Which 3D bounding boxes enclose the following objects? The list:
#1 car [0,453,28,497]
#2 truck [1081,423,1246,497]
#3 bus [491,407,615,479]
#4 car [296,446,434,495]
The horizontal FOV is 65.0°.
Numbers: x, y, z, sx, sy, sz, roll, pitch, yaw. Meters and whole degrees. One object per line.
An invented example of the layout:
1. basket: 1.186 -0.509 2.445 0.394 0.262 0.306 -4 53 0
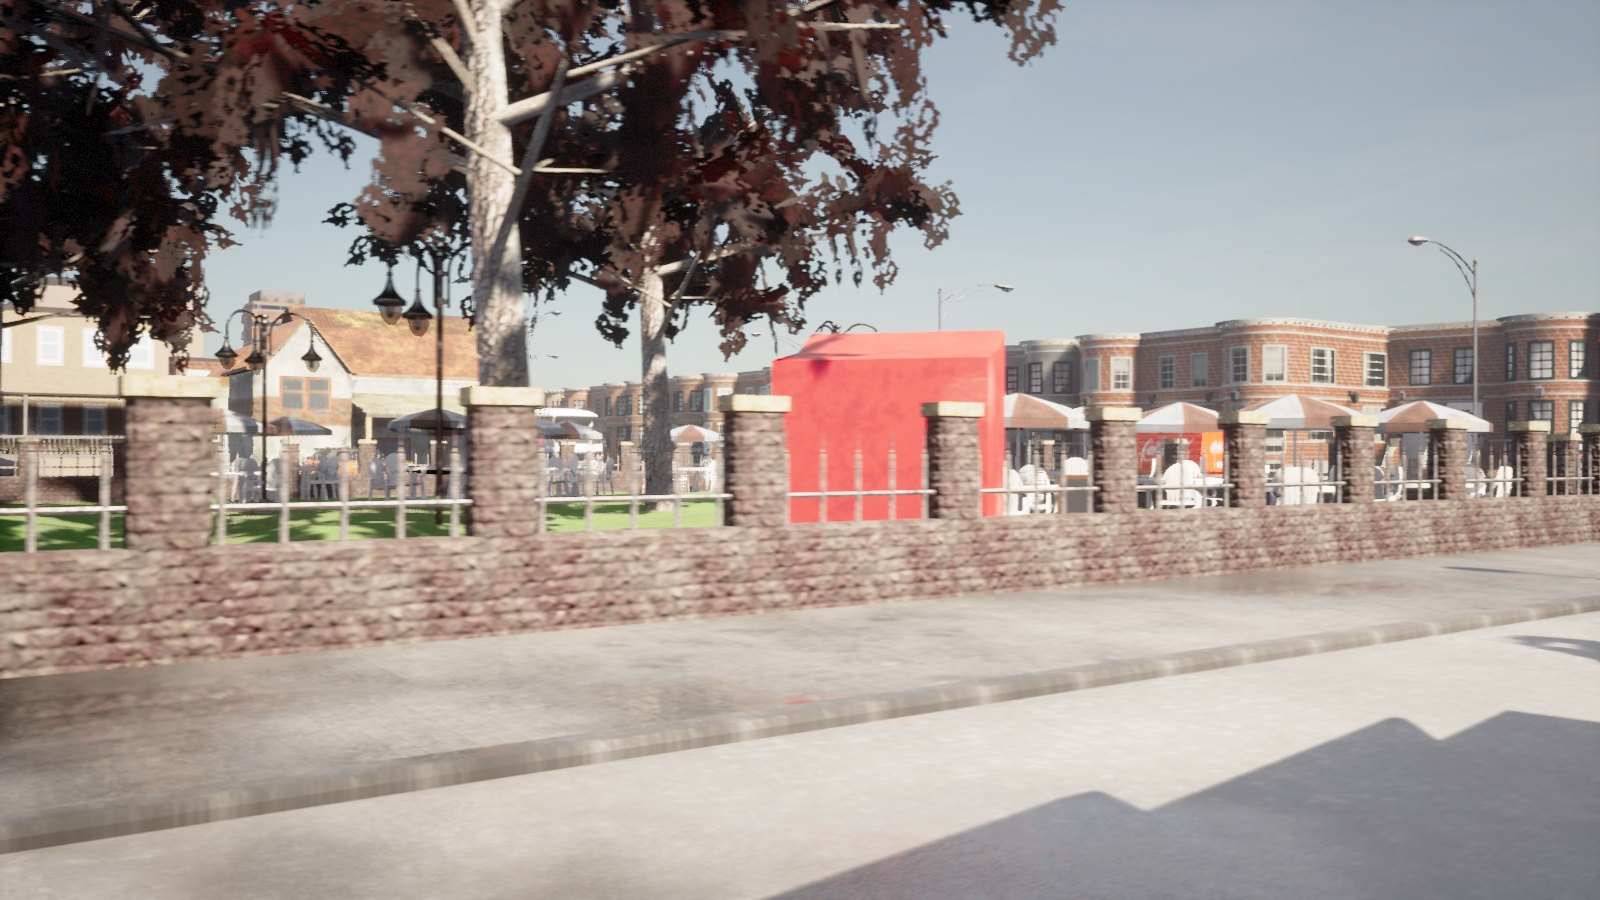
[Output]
1. car: -29.739 0.871 43.593 4.902 1.511 2.128 0 0 -35
2. truck: 12.960 0.341 45.121 2.627 2.467 5.204 0 0 -35
3. bus: -15.815 -0.403 79.590 3.944 4.253 10.273 0 0 -34
4. car: -16.553 0.756 47.873 4.553 1.767 2.097 0 0 -35
